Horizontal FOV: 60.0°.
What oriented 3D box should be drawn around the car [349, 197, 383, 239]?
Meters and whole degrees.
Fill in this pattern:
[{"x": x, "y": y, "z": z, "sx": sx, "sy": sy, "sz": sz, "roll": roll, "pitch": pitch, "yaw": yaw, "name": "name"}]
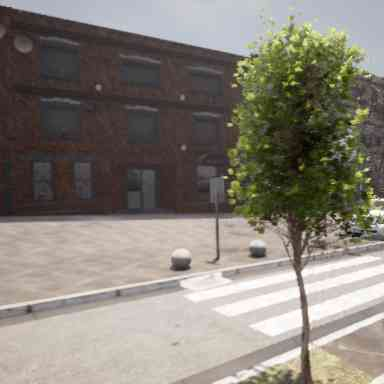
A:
[{"x": 10.108, "y": 1.297, "z": 16.778, "sx": 5.566, "sy": 2.045, "sz": 2.435, "roll": 0, "pitch": 0, "yaw": -35, "name": "car"}]
